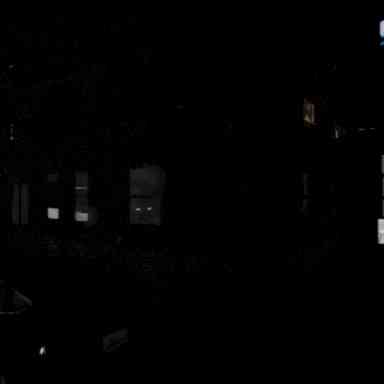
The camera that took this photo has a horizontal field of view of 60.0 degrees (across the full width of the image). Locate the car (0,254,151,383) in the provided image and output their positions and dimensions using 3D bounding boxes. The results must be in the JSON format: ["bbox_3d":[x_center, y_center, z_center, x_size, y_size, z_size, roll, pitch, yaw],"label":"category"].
[{"bbox_3d":[-2.479,1.563,4.644,4.313,1.339,1.947,0,0,36],"label":"car"}]
